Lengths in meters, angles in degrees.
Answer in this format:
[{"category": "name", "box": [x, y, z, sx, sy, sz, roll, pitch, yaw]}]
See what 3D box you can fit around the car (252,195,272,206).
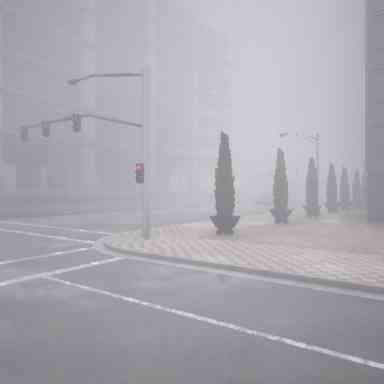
[{"category": "car", "box": [12.547, 1.611, 56.379, 2.033, 1.411, 5.357, 0, 0, 36]}]
